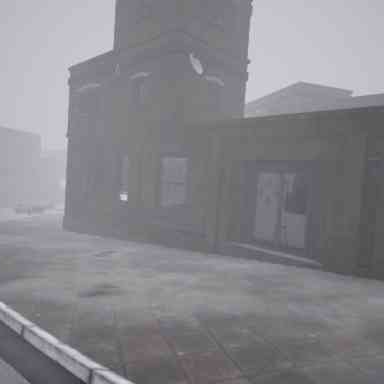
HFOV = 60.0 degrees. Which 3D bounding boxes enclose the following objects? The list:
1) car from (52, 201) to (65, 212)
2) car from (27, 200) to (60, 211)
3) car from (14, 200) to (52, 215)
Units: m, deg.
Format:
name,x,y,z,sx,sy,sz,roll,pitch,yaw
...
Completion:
name,x,y,z,sx,sy,sz,roll,pitch,yaw
car,-18.610,2.363,50.783,2.033,1.411,5.357,4,-1,16
car,-22.064,2.022,49.691,1.837,1.490,4.892,4,-1,12
car,-19.772,1.991,40.868,2.128,1.511,4.902,4,-1,3
